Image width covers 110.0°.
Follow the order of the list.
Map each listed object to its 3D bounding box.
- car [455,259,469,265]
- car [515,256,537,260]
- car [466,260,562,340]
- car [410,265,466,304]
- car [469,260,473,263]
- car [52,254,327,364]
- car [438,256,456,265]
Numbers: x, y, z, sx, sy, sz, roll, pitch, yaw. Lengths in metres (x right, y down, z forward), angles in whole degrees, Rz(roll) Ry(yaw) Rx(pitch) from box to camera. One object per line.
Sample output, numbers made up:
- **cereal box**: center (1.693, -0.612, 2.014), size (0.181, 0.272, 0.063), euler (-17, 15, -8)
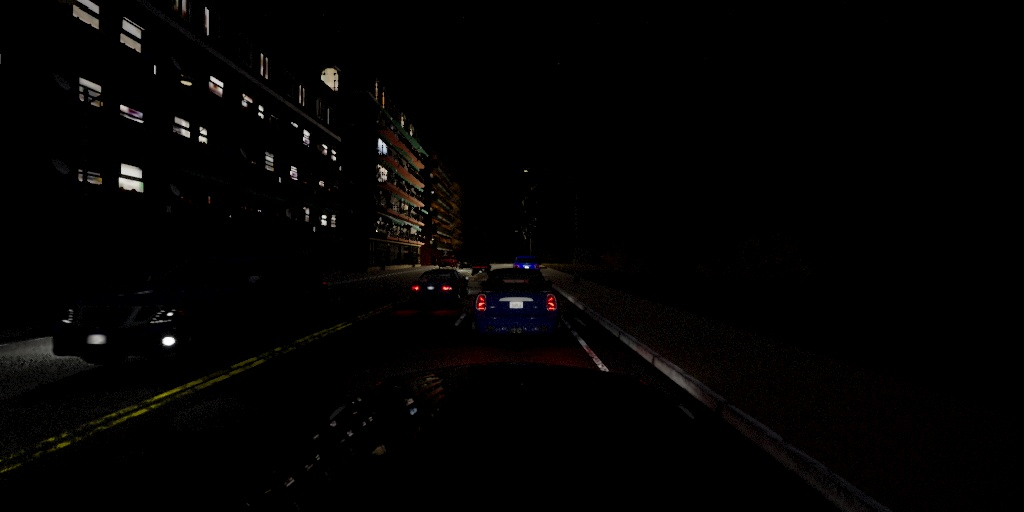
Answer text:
- **car**: center (-6.582, 1.257, 52.007), size (1.837, 1.490, 4.892), euler (0, 0, 0)
- **car**: center (1.145, 0.979, 30.037), size (2.150, 2.045, 5.566), euler (0, 0, 0)
- **car**: center (0.100, 1.103, 10.083), size (2.097, 1.767, 4.553), euler (0, 0, 0)
- **car**: center (-3.147, 1.299, 16.416), size (2.033, 1.411, 5.357), euler (0, 0, 0)
- **car**: center (-3.140, 1.261, 37.992), size (1.837, 1.490, 4.892), euler (0, 1, 0)
- **car**: center (-6.600, 0.972, 8.465), size (2.150, 2.045, 5.566), euler (0, 0, 0)
- **car**: center (-9.825, 0.973, 55.292), size (2.150, 2.045, 5.566), euler (0, 0, 0)
